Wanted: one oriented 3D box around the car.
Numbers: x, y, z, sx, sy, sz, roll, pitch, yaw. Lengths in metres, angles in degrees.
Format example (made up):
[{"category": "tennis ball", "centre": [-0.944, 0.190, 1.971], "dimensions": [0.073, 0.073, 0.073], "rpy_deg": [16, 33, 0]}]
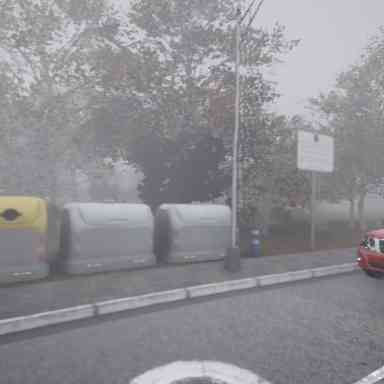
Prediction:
[{"category": "car", "centre": [7.046, 1.405, 9.387], "dimensions": [5.566, 2.045, 2.150], "rpy_deg": [2, -1, -33]}]
